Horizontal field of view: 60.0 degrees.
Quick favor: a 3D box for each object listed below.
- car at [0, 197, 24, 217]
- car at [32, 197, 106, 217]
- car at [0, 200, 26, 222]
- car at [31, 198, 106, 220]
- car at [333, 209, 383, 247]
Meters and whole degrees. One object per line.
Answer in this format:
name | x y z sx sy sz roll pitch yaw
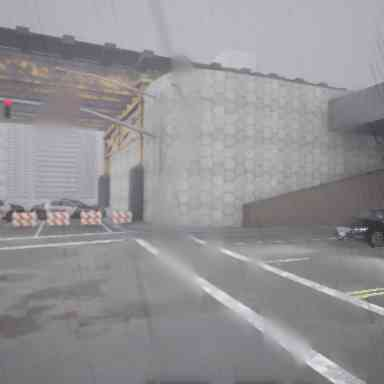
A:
car | -13.362 0.997 21.111 1.853 1.218 4.536 1 0 33
car | -8.705 1.057 23.718 4.536 1.218 1.853 1 0 8
car | -13.392 1.154 21.068 2.038 1.542 4.974 1 0 33
car | -8.656 1.216 23.712 4.974 1.542 2.038 1 0 8
car | 8.701 1.556 15.154 4.902 1.511 2.128 1 0 -22
